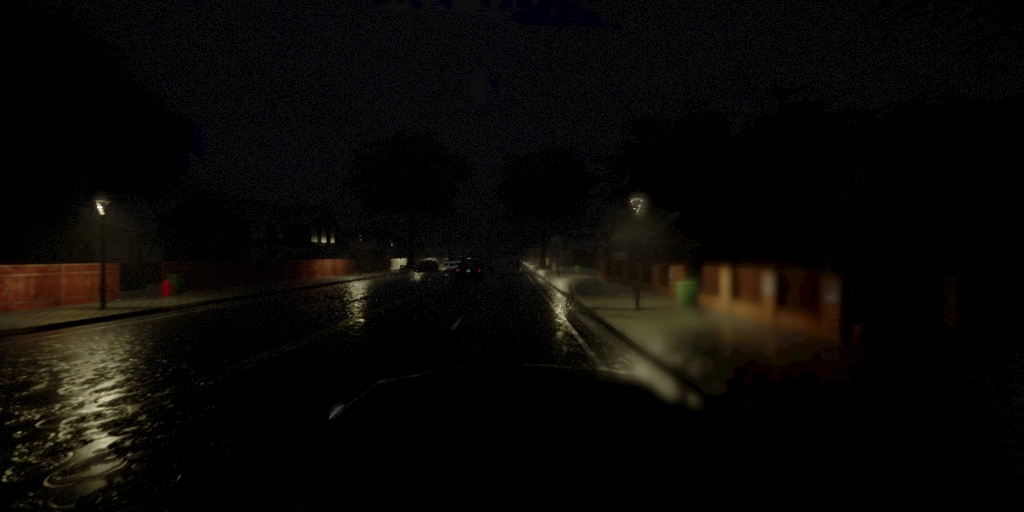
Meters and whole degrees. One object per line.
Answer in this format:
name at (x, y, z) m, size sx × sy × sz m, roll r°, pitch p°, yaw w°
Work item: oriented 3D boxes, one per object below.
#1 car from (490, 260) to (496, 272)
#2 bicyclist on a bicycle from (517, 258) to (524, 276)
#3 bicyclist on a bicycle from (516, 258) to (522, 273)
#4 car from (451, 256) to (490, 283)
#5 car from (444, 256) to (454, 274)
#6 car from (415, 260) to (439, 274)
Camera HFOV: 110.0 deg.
car at (-3.154, 1.250, 46.708) m, size 2.128 × 1.511 × 4.902 m, roll 0°, pitch 0°, yaw 0°
bicyclist on a bicycle at (0.889, 1.123, 34.671) m, size 0.659 × 1.776 × 1.843 m, roll 0°, pitch 0°, yaw 0°
bicyclist on a bicycle at (0.888, 1.128, 43.671) m, size 0.659 × 1.776 × 1.843 m, roll 0°, pitch 0°, yaw 0°
car at (-3.152, 1.101, 28.173) m, size 2.097 × 1.767 × 4.553 m, roll 0°, pitch 0°, yaw 0°
car at (-6.585, 0.981, 42.529) m, size 2.150 × 2.045 × 5.566 m, roll 0°, pitch 0°, yaw 0°
car at (-9.836, 1.234, 41.875) m, size 1.882 × 1.535 × 5.008 m, roll 0°, pitch 0°, yaw 0°
